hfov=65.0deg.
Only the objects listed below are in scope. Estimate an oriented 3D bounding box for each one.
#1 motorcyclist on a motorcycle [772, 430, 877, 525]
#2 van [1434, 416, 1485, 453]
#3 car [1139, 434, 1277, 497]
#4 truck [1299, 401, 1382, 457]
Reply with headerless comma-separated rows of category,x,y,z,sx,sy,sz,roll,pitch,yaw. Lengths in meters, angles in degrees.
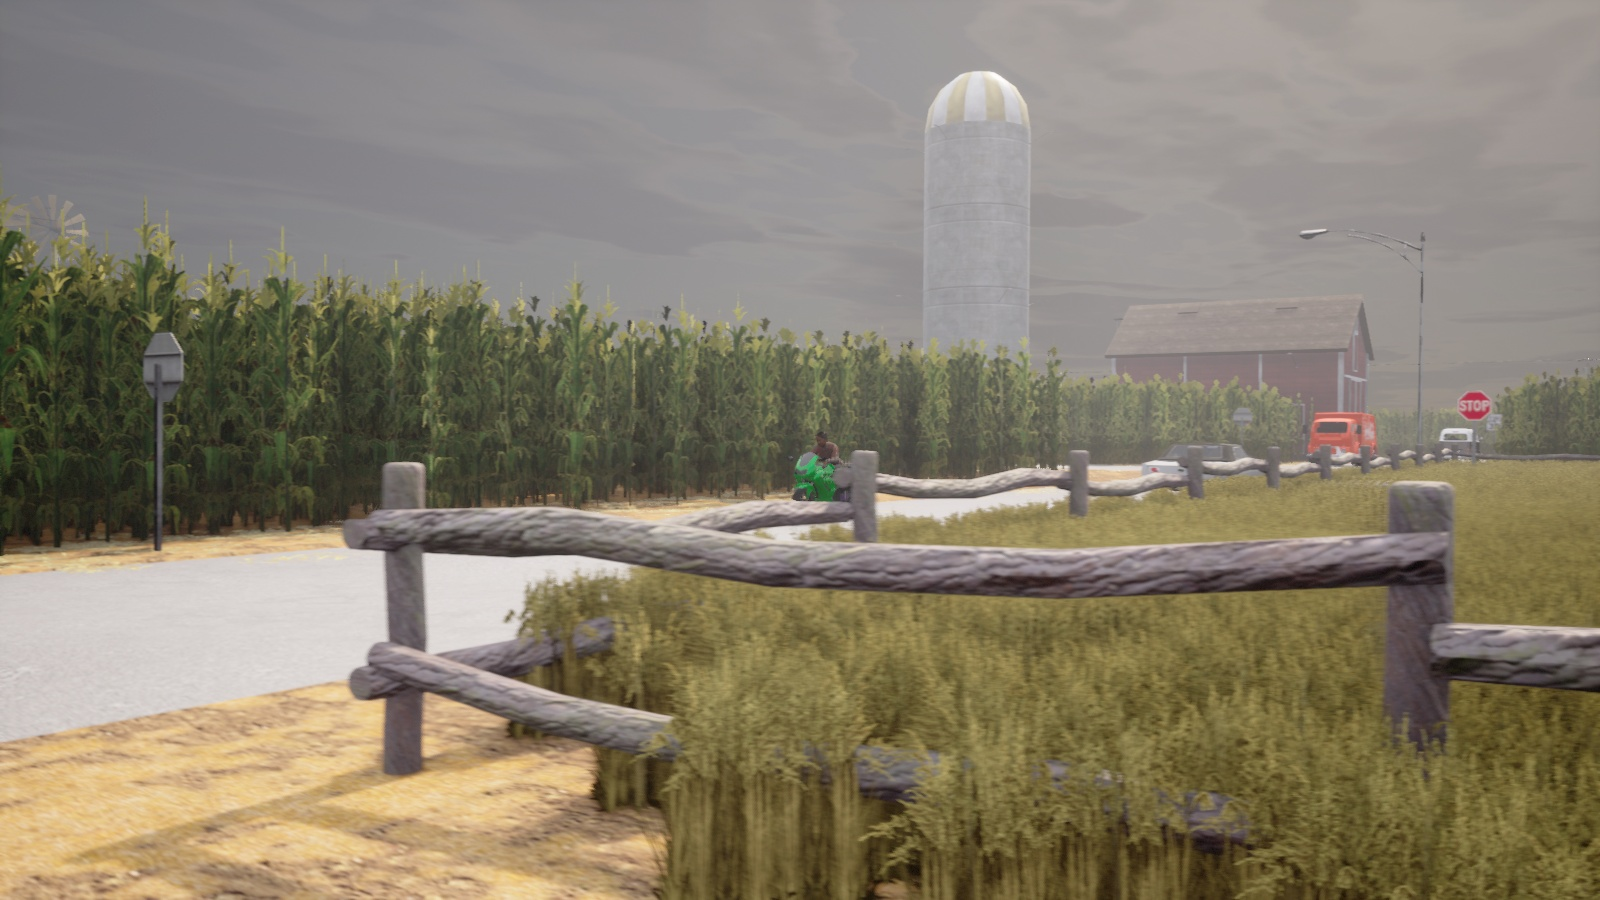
motorcyclist on a motorcycle,0.440,0.432,21.364,0.797,1.523,2.044,0,1,34
van,37.327,-0.858,71.051,2.069,2.038,4.480,0,1,34
car,9.742,0.305,29.718,1.895,1.301,4.718,0,1,34
truck,25.195,-0.949,58.458,2.627,2.467,5.204,0,0,34
